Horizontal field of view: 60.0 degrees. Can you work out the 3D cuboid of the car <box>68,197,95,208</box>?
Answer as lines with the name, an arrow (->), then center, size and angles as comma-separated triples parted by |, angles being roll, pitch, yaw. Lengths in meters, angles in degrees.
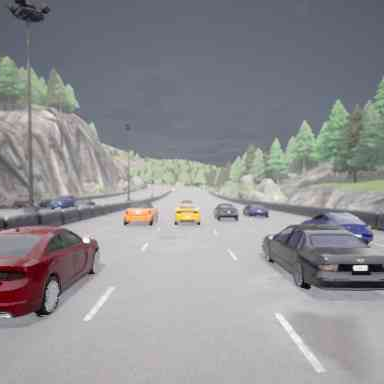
car -> -14.837, 1.776, 46.078 | 2.128, 1.511, 4.902 | 0, 0, 0

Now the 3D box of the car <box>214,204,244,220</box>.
car -> 3.067, 1.789, 30.510 | 2.033, 1.411, 5.357 | 0, 0, -1

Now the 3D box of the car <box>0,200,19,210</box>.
car -> -25.342, 1.809, 46.623 | 1.994, 1.385, 4.181 | 0, 0, 0

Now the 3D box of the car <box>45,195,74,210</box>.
car -> -18.343, 1.505, 47.579 | 2.150, 2.045, 5.566 | 0, -1, 0

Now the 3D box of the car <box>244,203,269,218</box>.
car -> 6.506, 1.848, 34.234 | 1.994, 1.385, 4.181 | 0, 0, -1

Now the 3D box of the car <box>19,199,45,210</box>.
car -> -21.842, 1.755, 47.024 | 2.128, 1.511, 4.902 | 0, -1, 0

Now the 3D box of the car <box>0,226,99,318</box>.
car -> -3.553, 1.521, 7.591 | 1.882, 1.535, 5.008 | 0, 0, -1

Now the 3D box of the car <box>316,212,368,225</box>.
car -> 6.809, 1.674, 16.010 | 1.812, 1.442, 4.674 | 0, 0, -1

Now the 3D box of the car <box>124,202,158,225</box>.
car -> -3.854, 1.530, 25.746 | 2.097, 1.767, 4.553 | 0, 0, -1

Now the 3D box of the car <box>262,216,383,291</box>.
car -> 3.423, 1.632, 9.363 | 2.033, 1.411, 5.357 | 0, 0, -1

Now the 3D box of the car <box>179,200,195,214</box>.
car -> -0.609, 1.812, 41.161 | 1.837, 1.490, 4.892 | 0, 0, -1

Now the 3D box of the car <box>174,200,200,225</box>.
car -> -0.359, 1.672, 26.080 | 1.882, 1.535, 5.008 | 0, -1, -1
